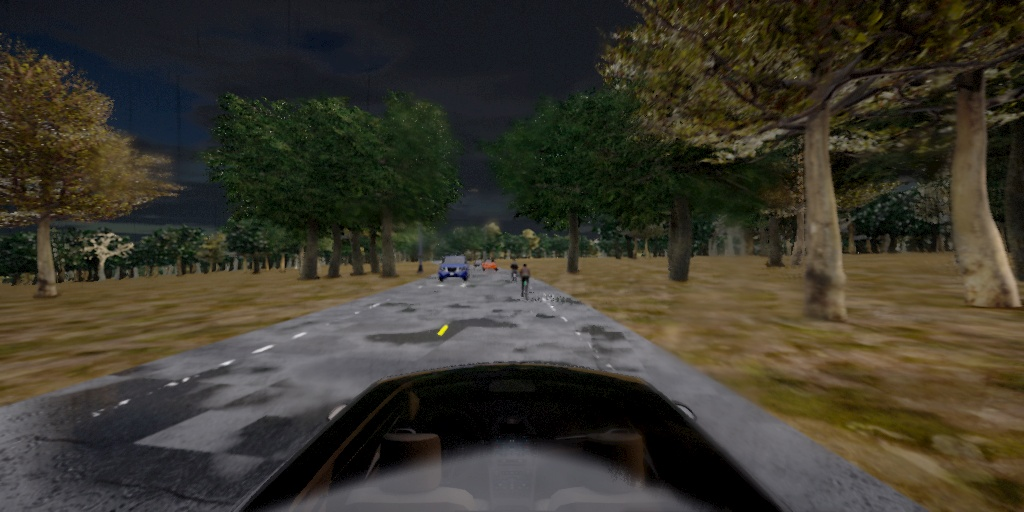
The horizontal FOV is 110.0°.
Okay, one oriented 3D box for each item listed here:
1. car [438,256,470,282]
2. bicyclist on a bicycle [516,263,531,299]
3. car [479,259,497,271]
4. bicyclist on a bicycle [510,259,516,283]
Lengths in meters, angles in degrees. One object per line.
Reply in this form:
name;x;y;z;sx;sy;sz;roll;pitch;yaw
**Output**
car;-4.640;0.979;29.310;2.150;2.045;5.566;0;0;-4
bicyclist on a bicycle;0.623;1.184;16.907;0.582;1.620;1.656;0;0;-2
car;-3.364;1.232;53.064;2.097;1.767;4.553;0;-1;-7
bicyclist on a bicycle;0.166;1.115;25.837;0.659;1.776;1.843;0;0;-4
